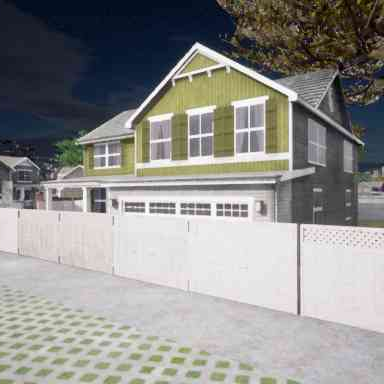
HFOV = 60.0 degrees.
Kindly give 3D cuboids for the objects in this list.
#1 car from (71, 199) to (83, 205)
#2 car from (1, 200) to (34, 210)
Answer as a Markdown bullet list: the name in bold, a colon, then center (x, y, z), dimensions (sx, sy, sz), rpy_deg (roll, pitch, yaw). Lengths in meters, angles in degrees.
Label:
- **car**: center (-14.166, 1.649, 44.140), dimensions (1.837, 1.490, 4.892), rpy_deg (0, 0, 20)
- **car**: center (-17.969, 1.599, 32.969), dimensions (1.837, 1.490, 4.892), rpy_deg (0, -1, 18)
